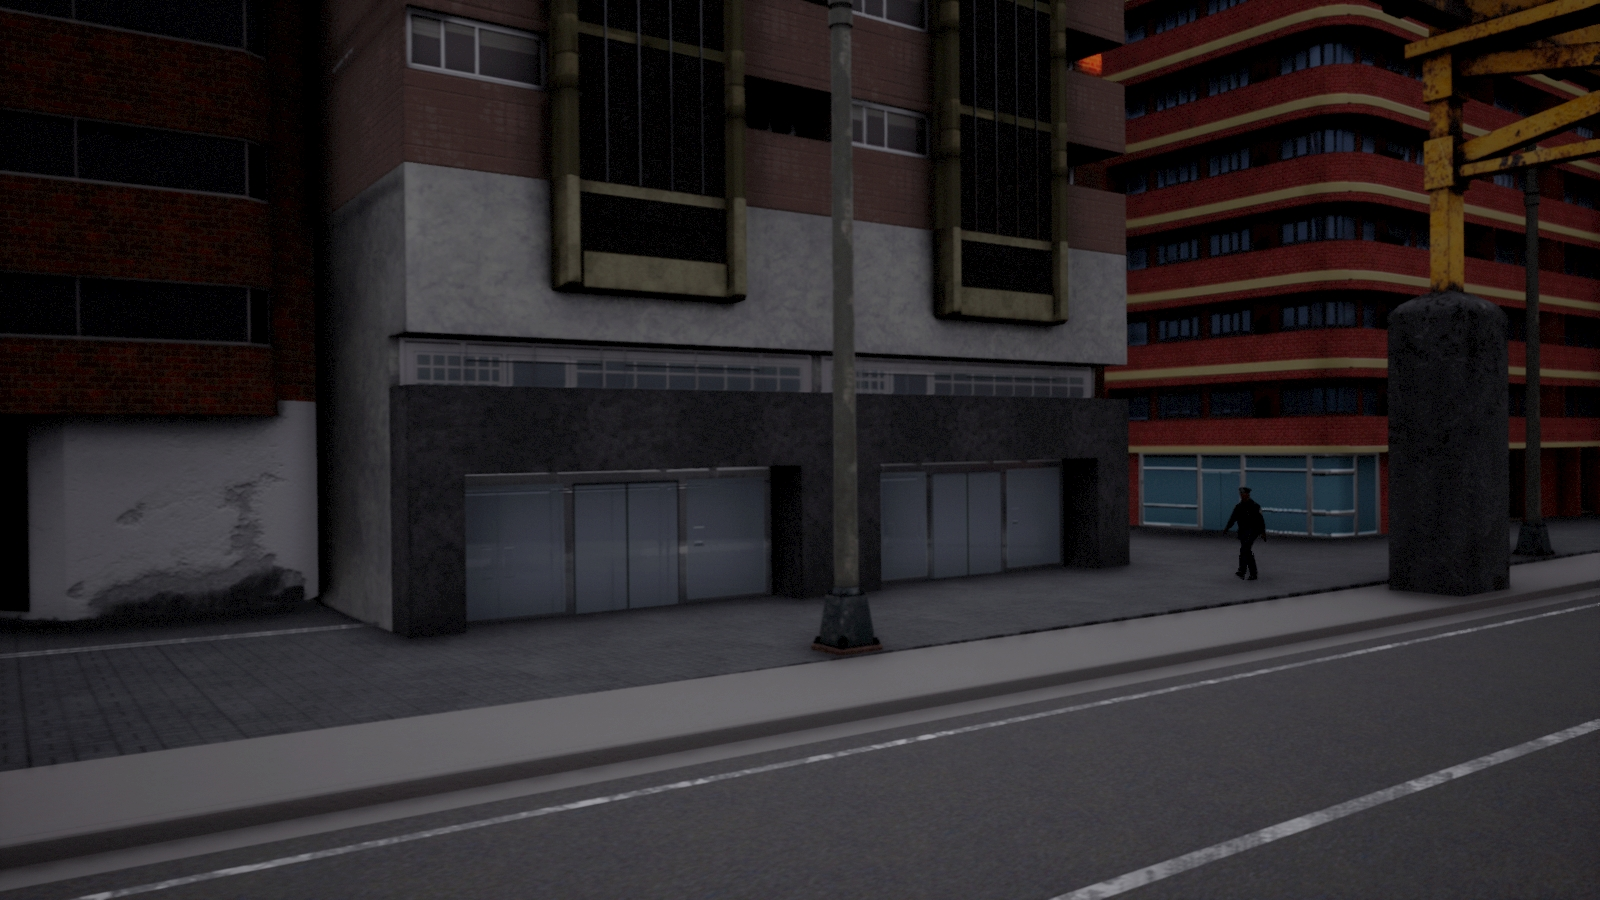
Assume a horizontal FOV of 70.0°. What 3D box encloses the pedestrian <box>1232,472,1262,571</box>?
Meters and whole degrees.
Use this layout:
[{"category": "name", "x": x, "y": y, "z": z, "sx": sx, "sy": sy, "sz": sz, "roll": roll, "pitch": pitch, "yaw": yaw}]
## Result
[{"category": "pedestrian", "x": 8.559, "y": 1.357, "z": 21.891, "sx": 0.375, "sy": 1.860, "sz": 0.375, "roll": -1, "pitch": 1, "yaw": -35}]
